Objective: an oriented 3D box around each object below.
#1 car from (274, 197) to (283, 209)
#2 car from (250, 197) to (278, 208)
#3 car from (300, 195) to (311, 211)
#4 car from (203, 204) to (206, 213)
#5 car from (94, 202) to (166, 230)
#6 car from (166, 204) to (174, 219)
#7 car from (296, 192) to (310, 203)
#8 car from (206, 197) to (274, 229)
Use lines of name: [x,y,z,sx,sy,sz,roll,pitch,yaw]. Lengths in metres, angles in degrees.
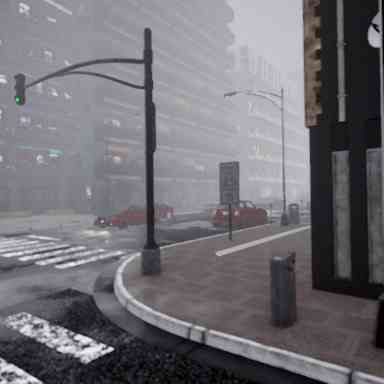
car: [8.969,1.274,38.057,2.033,1.411,5.357,-1,0,36]
car: [9.430,1.308,43.095,1.947,1.339,4.313,-1,0,36]
car: [12.868,1.194,33.583,1.947,1.339,4.313,-1,0,36]
car: [2.760,1.381,33.936,2.008,1.369,4.403,-1,0,36]
car: [-3.900,1.462,20.402,1.994,1.385,4.181,-1,0,36]
car: [-3.260,1.456,25.823,1.887,1.381,4.507,-1,0,36]
car: [19.428,0.928,56.832,2.192,1.841,5.009,-1,0,36]
car: [2.955,1.199,19.783,1.967,1.590,4.097,-1,0,36]
